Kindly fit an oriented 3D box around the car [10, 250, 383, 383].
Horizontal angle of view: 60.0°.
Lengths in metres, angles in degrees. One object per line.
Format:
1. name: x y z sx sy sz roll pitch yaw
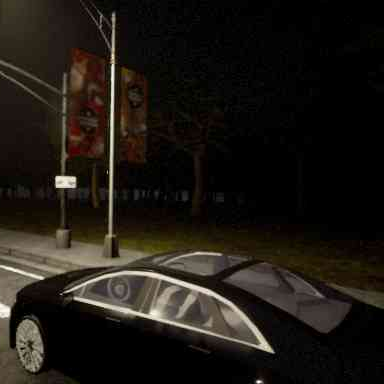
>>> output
1. car: -0.199 1.456 3.827 4.902 1.511 2.128 1 1 35
